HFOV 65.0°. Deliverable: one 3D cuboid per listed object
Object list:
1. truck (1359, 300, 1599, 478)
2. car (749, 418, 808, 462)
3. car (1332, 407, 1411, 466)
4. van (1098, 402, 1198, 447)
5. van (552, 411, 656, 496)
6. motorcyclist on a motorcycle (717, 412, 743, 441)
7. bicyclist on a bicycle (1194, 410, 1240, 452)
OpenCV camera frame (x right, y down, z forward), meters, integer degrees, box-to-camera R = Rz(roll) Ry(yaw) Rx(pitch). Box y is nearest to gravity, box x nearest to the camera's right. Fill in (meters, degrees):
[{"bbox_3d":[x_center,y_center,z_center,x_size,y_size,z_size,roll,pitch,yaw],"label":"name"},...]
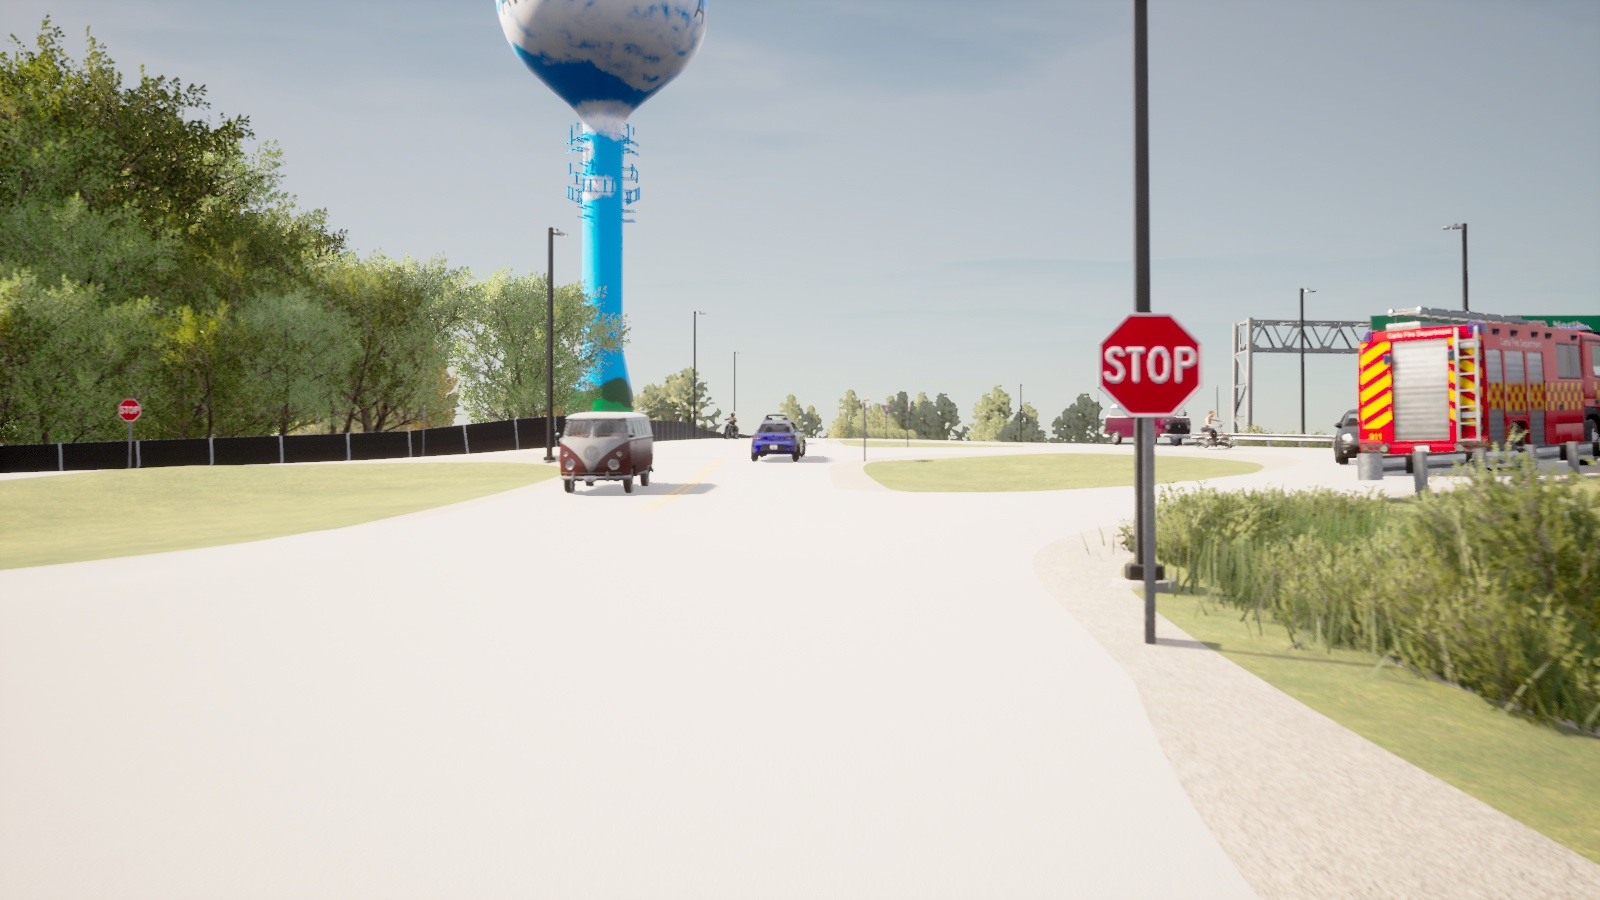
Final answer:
[{"bbox_3d":[17.194,-1.418,30.863,8.468,3.827,2.891,-2,1,-41],"label":"truck"},{"bbox_3d":[-0.762,-0.405,47.091,1.816,1.474,4.193,0,3,5],"label":"car"},{"bbox_3d":[16.675,-0.430,36.769,1.851,1.617,3.988,-1,1,21],"label":"car"},{"bbox_3d":[16.215,-1.194,58.735,2.069,2.038,4.480,0,1,-25],"label":"van"},{"bbox_3d":[-4.843,0.013,31.604,1.775,1.987,4.442,0,2,2],"label":"van"},{"bbox_3d":[-4.183,-1.416,74.956,0.766,1.649,2.350,1,2,16],"label":"motorcyclist on a motorcycle"},{"bbox_3d":[16.876,-0.778,50.803,1.509,1.612,0.866,1,8,36],"label":"bicyclist on a bicycle"}]
